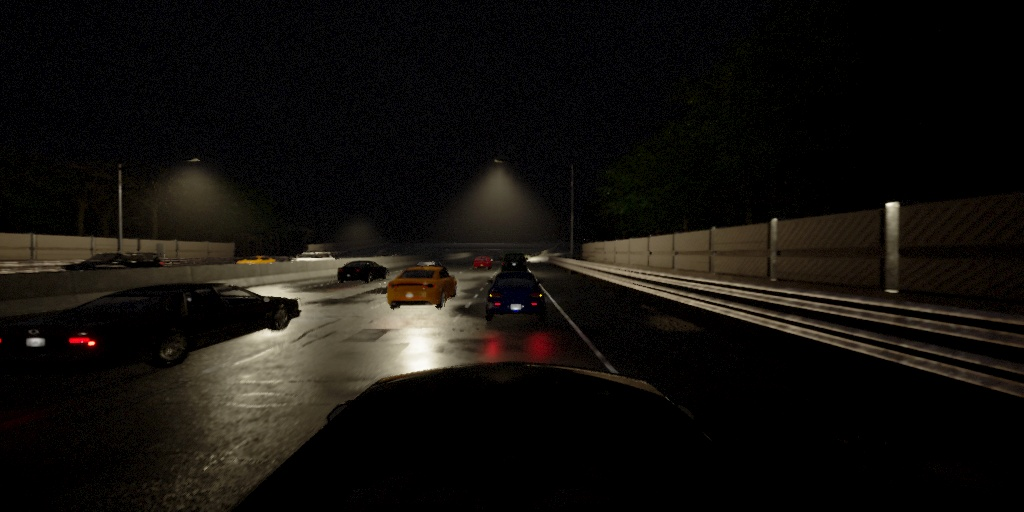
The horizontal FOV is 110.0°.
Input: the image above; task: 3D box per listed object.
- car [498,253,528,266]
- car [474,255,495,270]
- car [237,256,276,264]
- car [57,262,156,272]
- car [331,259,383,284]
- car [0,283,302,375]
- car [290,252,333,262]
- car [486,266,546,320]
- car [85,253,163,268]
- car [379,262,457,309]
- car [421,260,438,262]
[{"bbox_3d":[0.207,0.713,30.998,2.150,2.045,5.566,0,1,1],"label":"car"},{"bbox_3d":[-3.326,0.821,41.963,1.882,1.535,5.008,0,1,0],"label":"car"},{"bbox_3d":[-31.337,0.792,44.096,1.882,1.535,5.008,0,1,1],"label":"car"},{"bbox_3d":[-24.558,1.225,21.206,1.895,1.301,4.718,0,1,0],"label":"car"},{"bbox_3d":[-10.338,1.049,25.171,1.882,1.535,5.008,0,1,0],"label":"car"},{"bbox_3d":[-6.895,1.285,7.701,2.033,1.411,5.357,0,0,0],"label":"car"},{"bbox_3d":[-20.936,0.626,37.665,2.150,2.045,5.566,0,0,1],"label":"car"},{"bbox_3d":[0.116,1.239,12.338,1.812,1.442,4.674,0,0,0],"label":"car"},{"bbox_3d":[-28.037,0.792,25.360,2.150,2.045,5.566,0,1,0],"label":"car"},{"bbox_3d":[-3.480,1.173,14.690,1.882,1.535,5.008,0,0,0],"label":"car"},{"bbox_3d":[-6.813,1.053,30.032,2.033,1.411,5.357,0,1,0],"label":"car"}]
